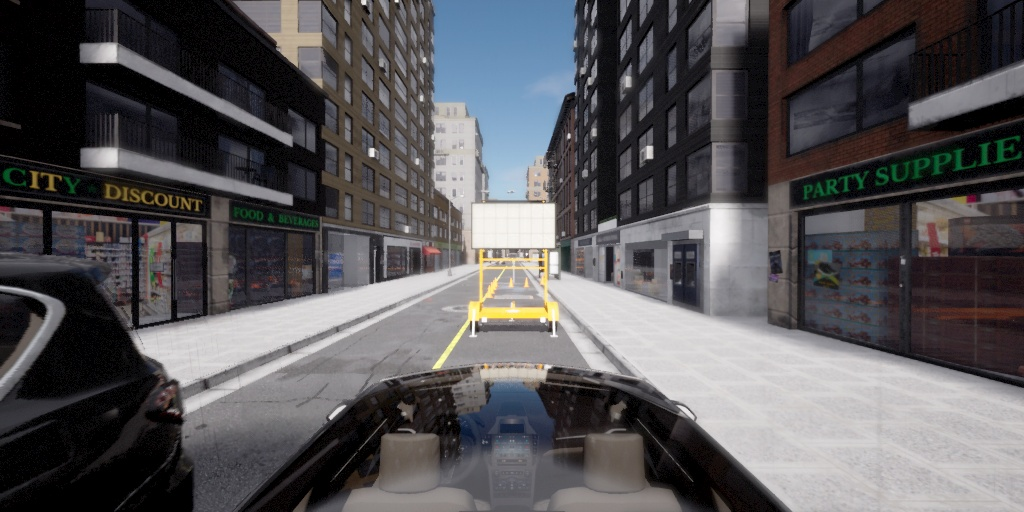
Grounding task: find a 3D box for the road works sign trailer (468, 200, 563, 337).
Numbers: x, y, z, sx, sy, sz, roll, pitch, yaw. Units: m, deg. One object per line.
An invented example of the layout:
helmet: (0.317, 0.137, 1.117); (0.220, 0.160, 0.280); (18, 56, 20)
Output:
road works sign trailer: (0.047, 0.214, 10.254); (2.380, 3.560, 2.880); (0, 0, 0)
